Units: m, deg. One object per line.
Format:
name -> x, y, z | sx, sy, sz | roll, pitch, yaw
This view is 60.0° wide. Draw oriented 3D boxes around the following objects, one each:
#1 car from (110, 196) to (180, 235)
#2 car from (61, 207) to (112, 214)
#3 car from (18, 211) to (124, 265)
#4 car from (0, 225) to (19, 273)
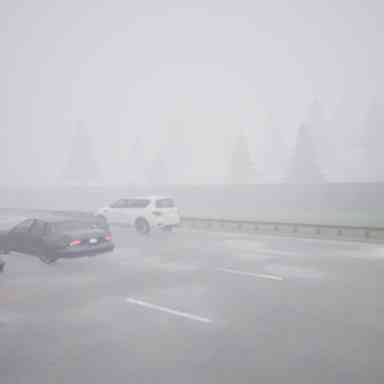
car -> -3.257, 1.264, 19.198 | 5.566, 2.045, 2.150 | 0, 0, 36
car -> -6.449, 1.609, 17.189 | 4.181, 1.385, 1.994 | 0, 0, 36
car -> -5.118, 1.580, 11.892 | 5.357, 1.411, 2.033 | 0, 0, 36
car -> -7.123, 1.580, 9.023 | 5.357, 1.411, 2.033 | 0, 0, 36
